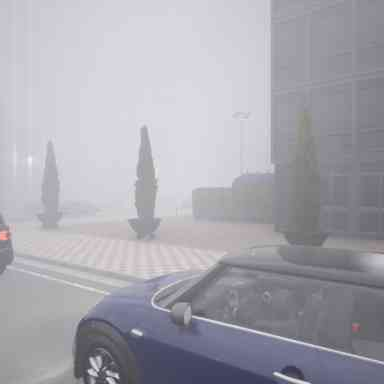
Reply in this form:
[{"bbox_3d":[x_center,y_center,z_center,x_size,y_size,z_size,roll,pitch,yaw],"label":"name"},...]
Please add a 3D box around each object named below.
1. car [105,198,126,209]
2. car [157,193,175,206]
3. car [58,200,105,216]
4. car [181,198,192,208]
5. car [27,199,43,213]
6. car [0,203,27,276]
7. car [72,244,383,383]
[{"bbox_3d":[-11.073,1.561,45.336,1.994,1.385,4.181,0,0,35],"label":"car"},{"bbox_3d":[-4.982,1.219,54.013,2.150,2.045,5.566,0,0,35],"label":"car"},{"bbox_3d":[-11.126,1.562,32.713,1.994,1.385,4.181,0,0,35],"label":"car"},{"bbox_3d":[0.196,1.561,48.878,1.994,1.385,4.181,0,0,35],"label":"car"},{"bbox_3d":[-16.776,1.489,37.202,2.128,1.511,4.902,0,0,35],"label":"car"},{"bbox_3d":[-7.033,1.221,8.995,5.566,2.045,2.150,0,0,36],"label":"car"},{"bbox_3d":[0.827,1.352,3.404,4.553,1.767,2.097,0,0,36],"label":"car"}]
